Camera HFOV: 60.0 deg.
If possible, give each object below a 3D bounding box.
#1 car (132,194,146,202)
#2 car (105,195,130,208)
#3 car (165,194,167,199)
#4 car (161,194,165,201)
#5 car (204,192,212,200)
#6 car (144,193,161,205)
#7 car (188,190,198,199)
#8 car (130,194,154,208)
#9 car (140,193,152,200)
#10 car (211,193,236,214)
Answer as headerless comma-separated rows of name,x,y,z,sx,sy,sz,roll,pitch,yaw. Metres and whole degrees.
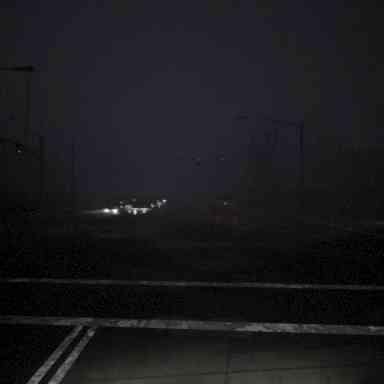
car,-10.320,1.179,64.556,1.994,1.385,4.181,0,1,0
car,-10.400,1.369,45.410,2.128,1.511,4.902,0,1,1
car,-6.789,1.003,75.178,1.895,1.301,4.718,0,1,0
car,-6.819,1.210,64.830,1.895,1.301,4.718,0,1,0
car,3.717,0.787,73.959,2.097,1.767,4.553,0,1,0
car,-6.849,1.305,55.253,2.033,1.411,5.357,0,1,0
car,0.215,0.604,76.582,2.150,2.045,5.566,0,1,0
car,-6.898,1.431,46.022,1.994,1.385,4.181,0,1,1
car,-10.289,0.948,75.174,2.033,1.411,5.357,0,1,0
car,3.418,1.178,35.314,2.150,2.045,5.566,0,0,3
